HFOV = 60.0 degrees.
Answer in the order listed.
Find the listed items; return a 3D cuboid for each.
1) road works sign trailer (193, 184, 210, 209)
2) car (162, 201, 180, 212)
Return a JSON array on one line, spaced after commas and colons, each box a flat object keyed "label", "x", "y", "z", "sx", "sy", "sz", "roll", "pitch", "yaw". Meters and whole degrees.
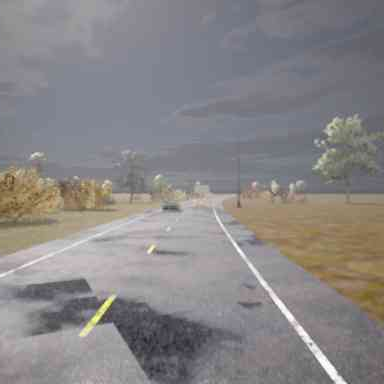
[{"label": "road works sign trailer", "x": 1.373, "y": 0.641, "z": 47.904, "sx": 2.380, "sy": 3.560, "sz": 2.880, "roll": 0, "pitch": 0, "yaw": 4}, {"label": "car", "x": -2.543, "y": 1.751, "z": 41.259, "sx": 1.895, "sy": 1.301, "sz": 4.718, "roll": 0, "pitch": 0, "yaw": 3}]
